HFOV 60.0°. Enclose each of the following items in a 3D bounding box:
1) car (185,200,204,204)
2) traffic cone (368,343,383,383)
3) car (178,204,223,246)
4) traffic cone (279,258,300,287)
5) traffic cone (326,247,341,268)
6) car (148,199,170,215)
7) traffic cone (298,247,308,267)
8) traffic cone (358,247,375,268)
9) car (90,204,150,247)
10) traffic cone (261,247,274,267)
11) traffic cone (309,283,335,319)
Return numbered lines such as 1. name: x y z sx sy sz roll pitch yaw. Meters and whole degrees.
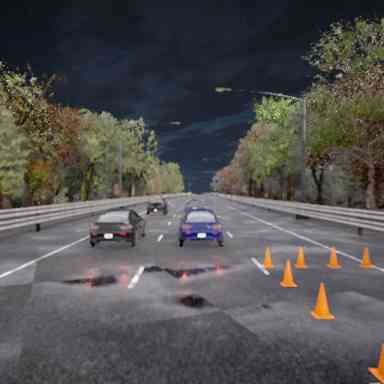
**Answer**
1. car: 0.255 1.506 33.725 1.994 1.385 4.181 0 0 0
2. traffic cone: 2.400 1.954 4.050 0.340 0.580 0.340 0 0 -1
3. car: 0.351 1.495 15.050 1.812 1.442 4.674 0 0 -1
4. traffic cone: 2.328 1.949 8.049 0.340 0.580 0.340 0 0 -1
5. traffic cone: 4.291 1.963 10.085 0.340 0.580 0.340 0 0 -1
6. car: -3.284 1.424 32.683 1.837 1.490 4.892 0 0 1
7. traffic cone: 3.291 1.955 10.067 0.340 0.580 0.340 0 0 -1
8. traffic cone: 5.291 1.972 10.103 0.340 0.580 0.340 0 0 -1
9. car: -3.128 1.467 14.619 1.812 1.442 4.674 0 0 -1
10. traffic cone: 2.292 1.947 10.049 0.340 0.580 0.340 0 0 -1
11. traffic cone: 2.363 1.951 6.049 0.340 0.580 0.340 0 0 -1
